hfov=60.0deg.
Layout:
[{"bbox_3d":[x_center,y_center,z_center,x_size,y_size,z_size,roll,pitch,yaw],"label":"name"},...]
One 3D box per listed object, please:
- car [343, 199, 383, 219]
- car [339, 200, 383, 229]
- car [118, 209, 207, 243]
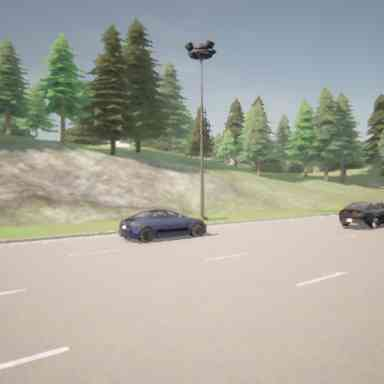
[{"bbox_3d":[14.500,1.331,27.097,4.718,1.301,1.895,-1,0,-35],"label":"car"},{"bbox_3d":[10.789,1.306,20.043,4.892,1.490,1.837,-1,1,-35],"label":"car"},{"bbox_3d":[-1.329,1.485,15.696,4.181,1.385,1.994,-1,0,-36],"label":"car"}]
